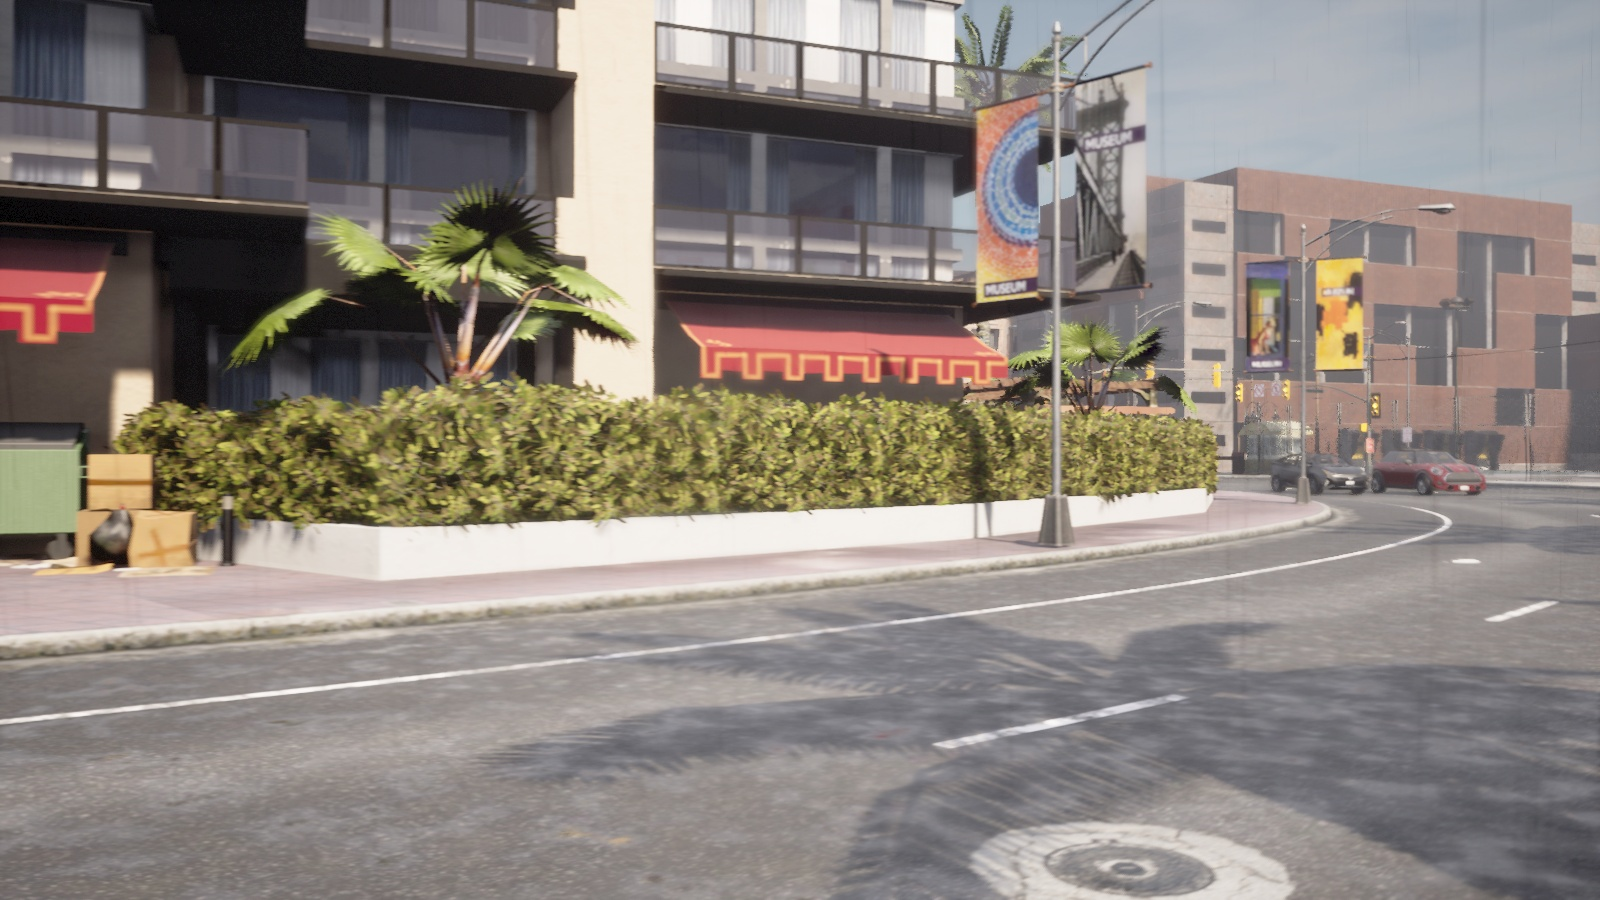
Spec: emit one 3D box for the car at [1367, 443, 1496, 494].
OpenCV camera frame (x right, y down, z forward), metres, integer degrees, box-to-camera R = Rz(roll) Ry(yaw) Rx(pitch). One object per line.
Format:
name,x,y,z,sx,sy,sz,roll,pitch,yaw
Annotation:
car,23.054,0.664,46.063,2.097,1.767,4.553,0,0,-5

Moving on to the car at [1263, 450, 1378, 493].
car,19.448,0.764,47.157,2.007,1.525,4.514,0,0,-7
